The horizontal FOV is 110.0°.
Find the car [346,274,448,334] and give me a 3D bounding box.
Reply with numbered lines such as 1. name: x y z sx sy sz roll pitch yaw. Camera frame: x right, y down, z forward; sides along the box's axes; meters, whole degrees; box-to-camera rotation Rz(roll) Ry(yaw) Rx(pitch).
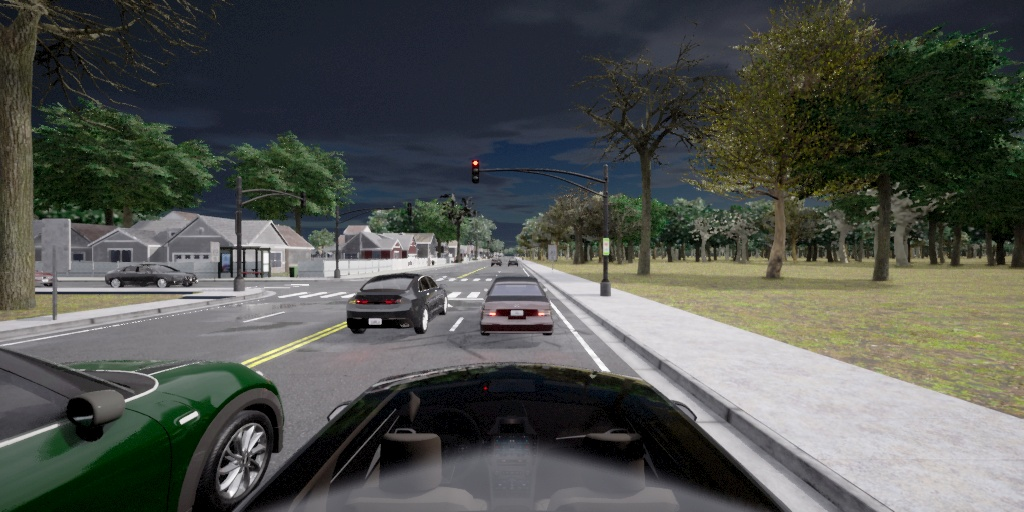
1. car: -3.143 1.254 10.643 1.837 1.490 4.892 0 0 0

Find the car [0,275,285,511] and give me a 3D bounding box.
1. car: -3.148 1.102 1.446 2.097 1.767 4.553 0 0 0

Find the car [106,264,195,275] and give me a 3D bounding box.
1. car: -22.909 1.285 22.879 4.892 1.490 1.837 0 0 0

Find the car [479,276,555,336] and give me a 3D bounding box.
1. car: 0.114 1.297 10.392 2.033 1.411 5.357 0 0 0

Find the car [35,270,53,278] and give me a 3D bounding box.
1. car: -32.197 1.321 22.956 4.674 1.442 1.812 0 0 0
